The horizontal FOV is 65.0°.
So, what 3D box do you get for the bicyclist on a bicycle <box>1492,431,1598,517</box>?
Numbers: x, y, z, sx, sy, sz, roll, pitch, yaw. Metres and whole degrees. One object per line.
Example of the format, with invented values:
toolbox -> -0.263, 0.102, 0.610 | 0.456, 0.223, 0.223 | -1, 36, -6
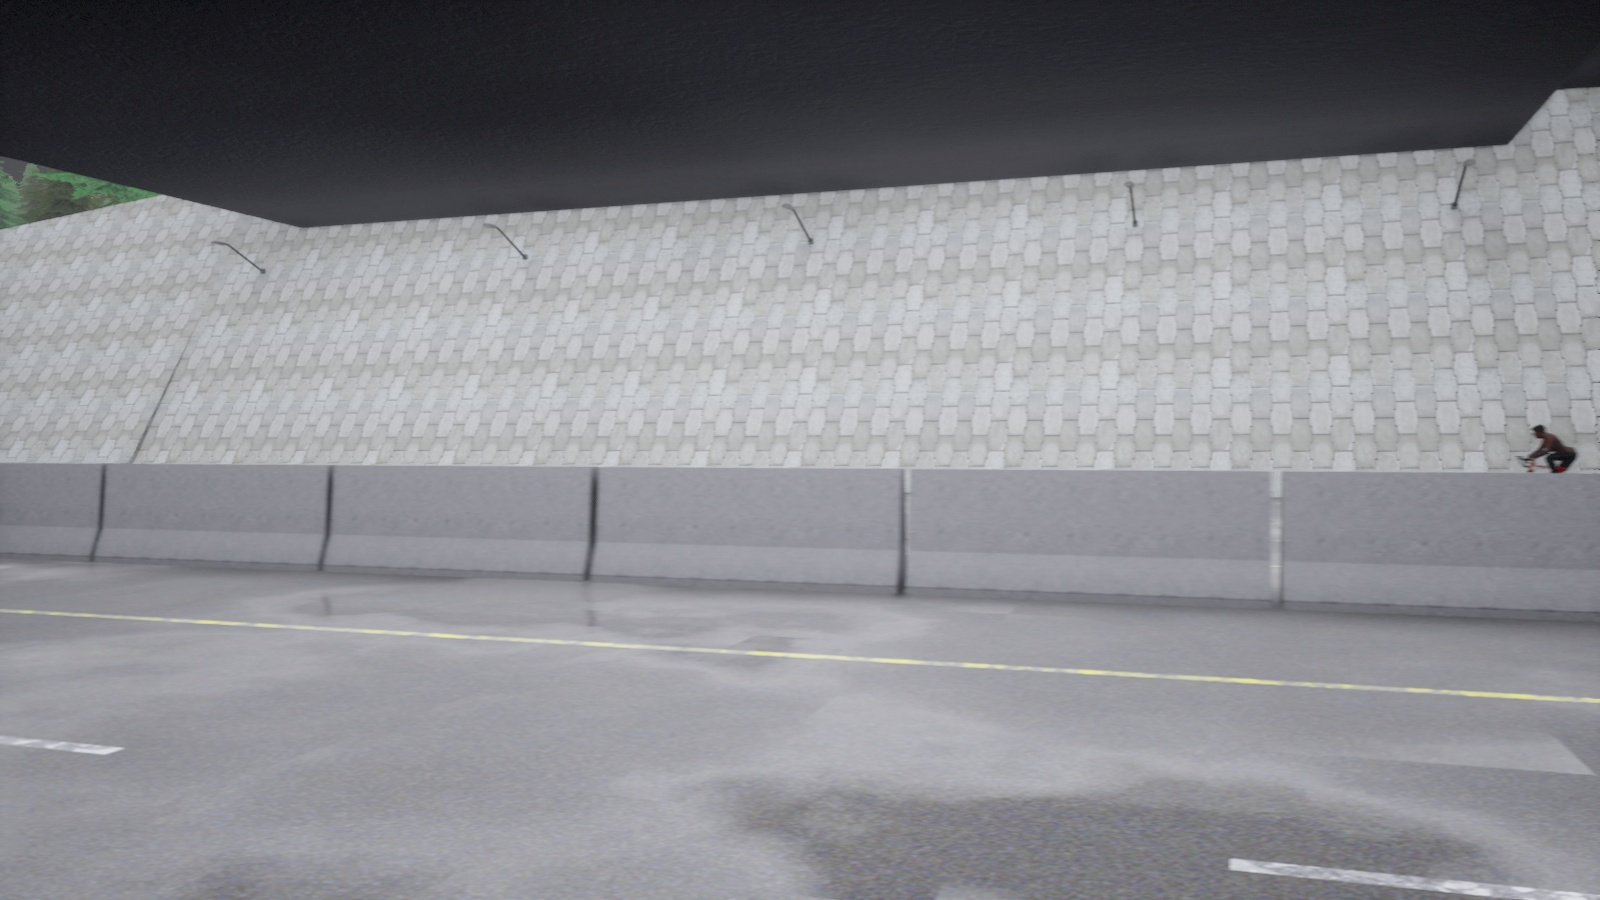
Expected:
bicyclist on a bicycle -> 14.341, 0.446, 24.214 | 1.656, 1.620, 0.582 | 0, 1, 19
